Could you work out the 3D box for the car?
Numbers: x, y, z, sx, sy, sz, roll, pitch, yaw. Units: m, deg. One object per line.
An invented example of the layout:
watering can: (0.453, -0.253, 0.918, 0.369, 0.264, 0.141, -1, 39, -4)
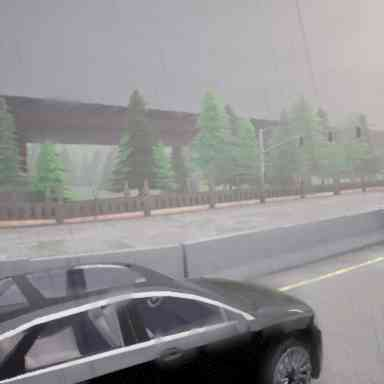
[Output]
car: (-0.697, 1.492, 3.256, 4.902, 1.511, 2.128, 0, 0, -36)
